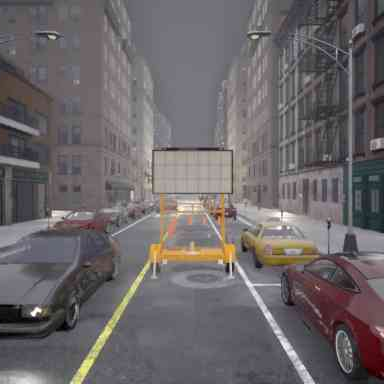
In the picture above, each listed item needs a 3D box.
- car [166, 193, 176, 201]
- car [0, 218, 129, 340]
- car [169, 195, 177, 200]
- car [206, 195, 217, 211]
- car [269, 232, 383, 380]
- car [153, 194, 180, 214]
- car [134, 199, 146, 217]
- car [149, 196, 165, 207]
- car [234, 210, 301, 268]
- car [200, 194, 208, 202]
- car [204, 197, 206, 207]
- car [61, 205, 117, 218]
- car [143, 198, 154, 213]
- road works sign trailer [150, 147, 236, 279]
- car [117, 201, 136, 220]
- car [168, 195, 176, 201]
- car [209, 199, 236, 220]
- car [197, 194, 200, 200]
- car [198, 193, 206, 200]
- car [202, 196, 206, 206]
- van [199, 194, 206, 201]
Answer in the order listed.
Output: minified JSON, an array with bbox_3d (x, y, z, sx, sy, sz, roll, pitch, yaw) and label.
[{"bbox_3d":[-5.248,1.299,83.217,2.192,1.841,5.009,0,0,0],"label":"car"},{"bbox_3d":[-2.835,1.547,7.107,2.033,1.411,5.357,0,0,0],"label":"car"},{"bbox_3d":[-5.221,1.532,94.224,2.008,1.369,4.403,0,0,0],"label":"car"},{"bbox_3d":[2.706,1.436,33.595,1.967,1.590,4.097,0,0,0],"label":"car"},{"bbox_3d":[2.648,1.582,5.183,1.802,1.307,4.206,0,0,0],"label":"car"},{"bbox_3d":[-2.677,1.348,35.602,2.097,1.767,4.553,0,0,0],"label":"car"},{"bbox_3d":[-5.331,1.542,27.929,1.887,1.381,4.507,0,0,0],"label":"car"},{"bbox_3d":[-5.284,1.433,50.658,1.967,1.590,4.097,0,0,0],"label":"car"},{"bbox_3d":[2.660,1.525,11.036,1.752,1.417,4.829,0,0,0],"label":"car"},{"bbox_3d":[2.741,1.308,50.642,2.192,1.841,5.009,0,0,0],"label":"car"},{"bbox_3d":[2.718,1.540,39.277,1.887,1.381,4.507,0,0,0],"label":"car"},{"bbox_3d":[-5.354,1.543,16.564,1.887,1.381,4.507,0,0,0],"label":"car"},{"bbox_3d":[-5.319,1.562,33.611,1.947,1.339,4.313,0,0,0],"label":"car"},{"bbox_3d":[0.021,0.464,10.058,2.380,3.560,2.880,0,0,0],"label":"road works sign trailer"},{"bbox_3d":[-5.342,1.549,22.246,2.008,1.369,4.403,0,0,0],"label":"car"},{"bbox_3d":[-5.235,1.548,88.721,1.947,1.339,4.313,0,0,0],"label":"car"},{"bbox_3d":[2.694,1.542,27.913,1.887,1.381,4.507,0,0,0],"label":"car"},{"bbox_3d":[2.860,1.301,77.698,2.192,1.841,5.009,0,0,0],"label":"car"},{"bbox_3d":[2.880,1.296,94.209,2.192,1.841,5.009,0,0,0],"label":"car"},{"bbox_3d":[2.729,1.545,44.960,2.008,1.369,4.403,0,0,0],"label":"car"},{"bbox_3d":[2.874,1.324,88.705,1.690,1.788,3.998,0,0,0],"label":"van"}]
